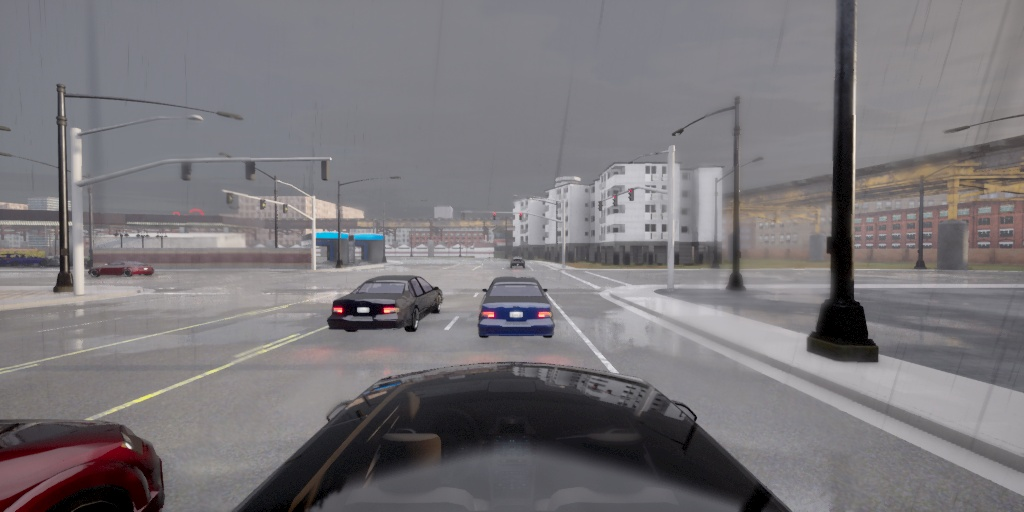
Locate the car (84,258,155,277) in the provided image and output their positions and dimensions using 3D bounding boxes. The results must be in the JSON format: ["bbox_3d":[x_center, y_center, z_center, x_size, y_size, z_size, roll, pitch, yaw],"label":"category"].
[{"bbox_3d":[-33.691,1.084,30.964,4.181,1.385,1.994,0,1,-1],"label":"car"}]

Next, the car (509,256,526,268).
[{"bbox_3d":[0.707,0.771,46.130,1.837,1.490,4.892,0,1,0],"label":"car"}]

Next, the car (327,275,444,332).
[{"bbox_3d":[-3.406,1.274,10.716,2.033,1.411,5.357,0,0,0],"label":"car"}]

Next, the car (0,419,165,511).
[{"bbox_3d":[-3.395,1.314,0.719,1.994,1.385,4.181,0,0,0],"label":"car"}]

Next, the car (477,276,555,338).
[{"bbox_3d":[0.090,1.279,10.114,2.033,1.411,5.357,0,0,0],"label":"car"}]
